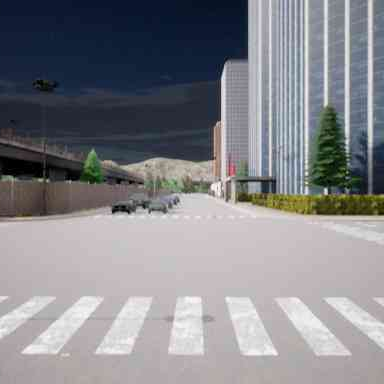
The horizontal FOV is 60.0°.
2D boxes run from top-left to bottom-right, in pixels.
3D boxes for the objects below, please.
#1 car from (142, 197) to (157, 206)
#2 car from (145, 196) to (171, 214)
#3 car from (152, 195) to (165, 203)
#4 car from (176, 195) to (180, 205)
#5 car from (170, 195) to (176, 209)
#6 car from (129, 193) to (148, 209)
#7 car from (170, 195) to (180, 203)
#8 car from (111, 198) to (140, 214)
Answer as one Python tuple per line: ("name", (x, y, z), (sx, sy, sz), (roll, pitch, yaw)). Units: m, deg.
("car", (-7.025, 1.558, 55.479), (1.994, 1.385, 4.181), (0, 0, 1))
("car", (-3.571, 1.501, 35.755), (1.837, 1.490, 4.892), (0, 0, 0))
("car", (-6.958, 1.504, 69.047), (2.128, 1.511, 4.902), (0, 0, 0))
("car", (-3.527, 1.472, 56.309), (1.882, 1.535, 5.008), (0, 0, 0))
("car", (-3.565, 1.500, 44.984), (1.837, 1.490, 4.892), (0, 0, 0))
("car", (-7.070, 1.217, 44.818), (2.150, 2.045, 5.566), (0, 0, 1))
("car", (-3.458, 1.494, 69.461), (1.837, 1.490, 4.892), (0, 0, 0))
("car", (-7.105, 1.597, 35.064), (1.895, 1.301, 4.718), (0, 0, 1))
